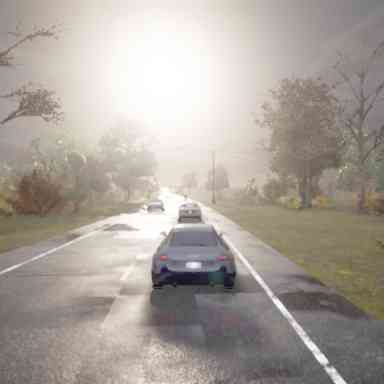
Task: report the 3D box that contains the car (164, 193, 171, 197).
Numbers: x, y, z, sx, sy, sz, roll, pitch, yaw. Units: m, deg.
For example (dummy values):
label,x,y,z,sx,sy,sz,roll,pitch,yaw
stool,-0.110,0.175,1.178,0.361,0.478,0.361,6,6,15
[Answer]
label,x,y,z,sx,sy,sz,roll,pitch,yaw
car,-5.810,1.068,79.249,1.812,1.442,4.674,0,0,-3

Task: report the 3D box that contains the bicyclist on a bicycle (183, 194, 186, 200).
label,x,y,z,sx,sy,sz,roll,pitch,yaw
bicyclist on a bicycle,-2.010,1.355,90.055,0.866,1.612,1.509,0,0,-4

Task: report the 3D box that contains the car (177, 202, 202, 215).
label,x,y,z,sx,sy,sz,roll,pitch,yaw
car,-0.193,1.524,26.810,2.033,1.411,5.357,0,0,-1

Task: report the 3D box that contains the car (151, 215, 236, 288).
label,x,y,z,sx,sy,sz,roll,pitch,yaw
car,0.028,1.556,9.227,1.994,1.385,4.181,0,0,0

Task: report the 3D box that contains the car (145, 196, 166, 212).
label,x,y,z,sx,sy,sz,roll,pitch,yaw
car,-4.168,1.492,38.807,1.812,1.442,4.674,0,0,-2

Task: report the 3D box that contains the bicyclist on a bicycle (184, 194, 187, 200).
label,x,y,z,sx,sy,sz,roll,pitch,yaw
bicyclist on a bicycle,-1.445,1.295,81.053,0.659,1.776,1.843,0,0,-3
